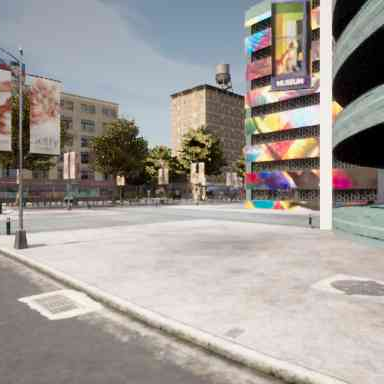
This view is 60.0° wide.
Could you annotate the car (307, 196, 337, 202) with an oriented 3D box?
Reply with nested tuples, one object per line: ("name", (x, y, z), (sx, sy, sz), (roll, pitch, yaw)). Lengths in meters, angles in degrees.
("car", (14.979, 1.319, 39.725), (4.674, 1.452, 2.002), (0, 0, -44))
